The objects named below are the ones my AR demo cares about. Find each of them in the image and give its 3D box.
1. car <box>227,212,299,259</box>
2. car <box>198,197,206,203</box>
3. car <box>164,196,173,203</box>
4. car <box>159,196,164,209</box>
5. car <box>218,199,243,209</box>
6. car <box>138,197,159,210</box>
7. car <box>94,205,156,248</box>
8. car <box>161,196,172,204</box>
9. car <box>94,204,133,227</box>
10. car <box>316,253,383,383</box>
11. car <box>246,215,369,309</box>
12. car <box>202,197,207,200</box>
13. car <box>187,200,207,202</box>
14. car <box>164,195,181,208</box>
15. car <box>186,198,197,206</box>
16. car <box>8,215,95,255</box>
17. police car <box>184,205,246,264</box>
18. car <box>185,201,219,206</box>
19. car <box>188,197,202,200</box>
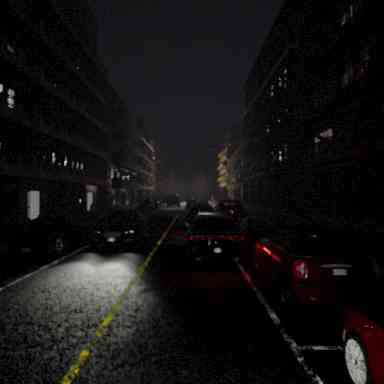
[{"bbox_3d":[2.685,1.632,13.620,2.008,1.369,4.403,0,0,0],"label":"car"},{"bbox_3d":[2.649,2.032,86.892,1.887,1.381,4.507,0,0,0],"label":"car"},{"bbox_3d":[-5.728,1.897,81.256,1.967,1.590,4.097,0,0,0],"label":"car"},{"bbox_3d":[-5.711,1.587,47.440,2.192,1.841,5.009,0,0,0],"label":"car"},{"bbox_3d":[2.680,1.460,24.894,2.192,1.841,5.009,0,0,0],"label":"car"},{"bbox_3d":[-5.710,1.681,41.803,1.967,1.590,4.097,0,0,0],"label":"car"},{"bbox_3d":[-3.109,1.582,15.261,2.128,1.511,4.902,0,0,0],"label":"car"},{"bbox_3d":[-5.725,1.741,75.621,2.192,1.841,5.009,0,0,0],"label":"car"},{"bbox_3d":[-5.702,1.670,24.722,1.752,1.417,4.829,0,0,0],"label":"car"},{"bbox_3d":[2.690,1.559,2.348,1.887,1.381,4.507,0,0,0],"label":"car"},{"bbox_3d":[2.687,1.488,7.985,1.967,1.590,4.097,0,0,0],"label":"car"},{"bbox_3d":[2.655,1.952,75.790,1.752,1.417,4.829,0,0,0],"label":"car"},{"bbox_3d":[0.769,1.669,28.089,1.837,1.490,4.892,0,0,-2],"label":"car"},{"bbox_3d":[-3.091,1.540,55.952,2.150,2.045,5.566,0,0,0],"label":"car"},{"bbox_3d":[-0.031,1.908,63.494,2.033,1.411,5.357,0,0,0],"label":"car"},{"bbox_3d":[-5.697,1.647,13.619,1.947,1.339,4.313,0,0,0],"label":"car"},{"bbox_3d":[0.752,1.498,12.230,1.930,1.638,5.238,0,0,0],"label":"police car"},{"bbox_3d":[0.654,1.612,22.185,1.882,1.535,5.008,0,-1,5],"label":"car"},{"bbox_3d":[-0.022,1.772,48.959,2.128,1.511,4.902,0,0,0],"label":"car"}]
